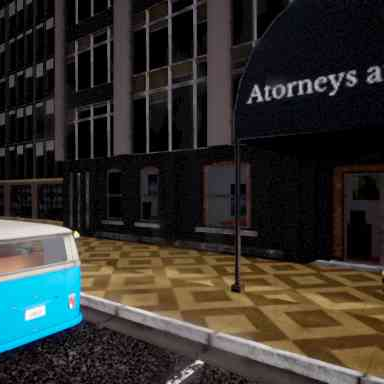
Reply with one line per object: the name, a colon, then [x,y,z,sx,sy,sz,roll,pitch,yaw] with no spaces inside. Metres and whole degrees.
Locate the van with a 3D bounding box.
van: [-3.547,1.341,5.427,3.998,1.788,1.690,0,0,36]
